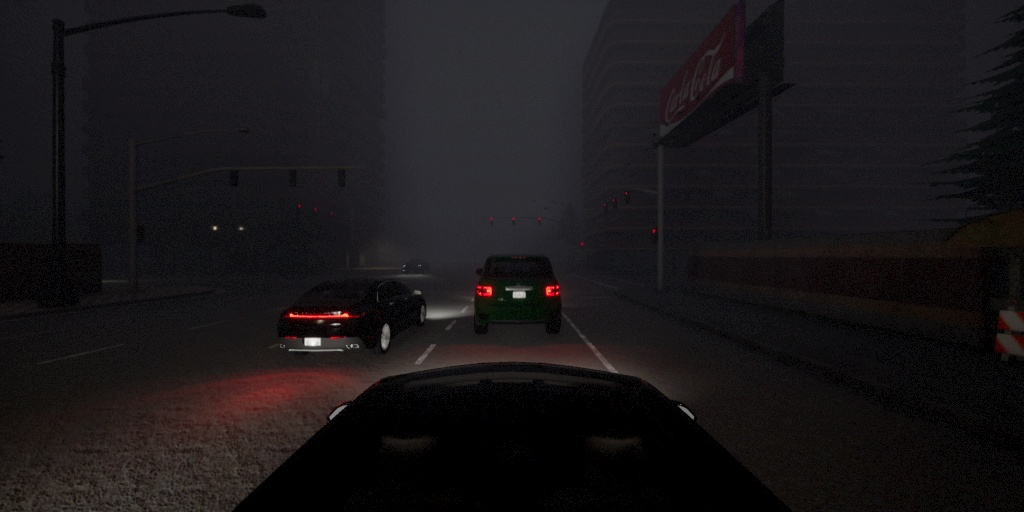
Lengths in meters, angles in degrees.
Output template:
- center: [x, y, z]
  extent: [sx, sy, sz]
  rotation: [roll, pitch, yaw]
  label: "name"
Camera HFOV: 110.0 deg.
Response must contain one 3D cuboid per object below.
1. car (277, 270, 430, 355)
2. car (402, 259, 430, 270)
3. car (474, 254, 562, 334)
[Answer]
- center: [-3.446, 1.250, 8.682]
  extent: [1.837, 1.490, 4.892]
  rotation: [0, 0, 1]
  label: "car"
- center: [-10.511, 1.077, 39.629]
  extent: [2.097, 1.767, 4.553]
  rotation: [0, 0, 0]
  label: "car"
- center: [0.087, 0.966, 10.738]
  extent: [2.150, 2.045, 5.566]
  rotation: [0, 0, -2]
  label: "car"
